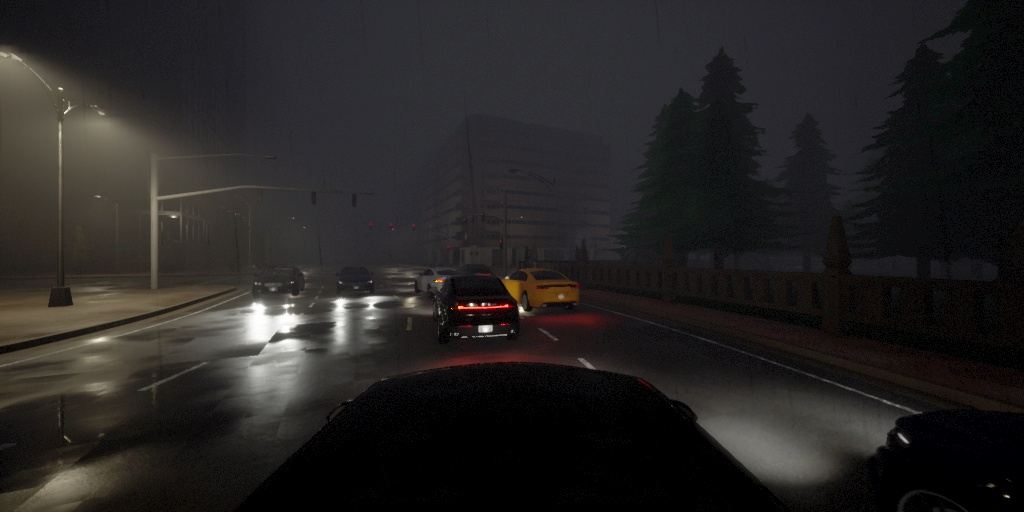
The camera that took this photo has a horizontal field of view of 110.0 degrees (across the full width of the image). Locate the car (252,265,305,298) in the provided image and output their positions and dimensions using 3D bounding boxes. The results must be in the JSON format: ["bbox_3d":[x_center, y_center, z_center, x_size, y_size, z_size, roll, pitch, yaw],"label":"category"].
[{"bbox_3d":[-12.004,1.259,18.647,2.128,1.511,4.902,0,0,-26],"label":"car"}]

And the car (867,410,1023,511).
[{"bbox_3d":[3.397,1.276,0.514,1.812,1.442,4.674,0,0,0],"label":"car"}]

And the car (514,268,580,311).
[{"bbox_3d":[0.894,1.228,14.499,1.882,1.535,5.008,0,0,-18],"label":"car"}]

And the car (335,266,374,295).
[{"bbox_3d":[-8.846,1.318,20.155,1.812,1.442,4.674,0,0,-26],"label":"car"}]

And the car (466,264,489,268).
[{"bbox_3d":[-2.621,1.255,23.296,1.837,1.490,4.892,0,0,-23],"label":"car"}]

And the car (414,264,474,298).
[{"bbox_3d":[-3.682,1.276,18.375,1.812,1.442,4.674,0,0,-27],"label":"car"}]

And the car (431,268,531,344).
[{"bbox_3d":[-1.130,1.255,9.749,1.837,1.490,4.892,0,0,-14],"label":"car"}]
